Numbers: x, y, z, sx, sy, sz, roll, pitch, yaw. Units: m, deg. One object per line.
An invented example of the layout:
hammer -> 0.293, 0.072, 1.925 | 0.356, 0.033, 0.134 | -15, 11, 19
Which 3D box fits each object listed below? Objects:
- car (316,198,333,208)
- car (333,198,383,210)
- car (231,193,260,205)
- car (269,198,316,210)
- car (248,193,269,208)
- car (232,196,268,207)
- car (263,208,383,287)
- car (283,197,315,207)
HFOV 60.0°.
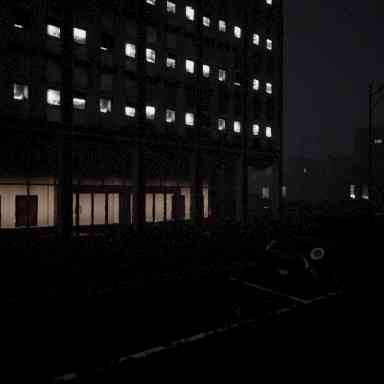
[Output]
car -> 18.544, 1.447, 44.091 | 1.752, 1.417, 4.829 | 1, 0, -35
car -> 17.766, 1.445, 35.025 | 1.812, 1.442, 4.674 | 0, 0, -35
car -> 9.197, 1.168, 57.616 | 2.192, 1.841, 5.009 | 1, 0, -35
car -> 11.746, 1.427, 39.188 | 2.008, 1.369, 4.403 | 1, 0, -35
car -> 8.600, 1.168, 43.743 | 2.192, 1.841, 5.009 | 1, 0, -35
car -> 8.354, 1.397, 48.647 | 2.033, 1.411, 5.357 | 0, 0, -35
car -> 3.863, 1.441, 9.316 | 4.097, 1.590, 1.967 | 0, 0, -36
car -> 15.492, 1.481, 48.507 | 1.802, 1.307, 4.206 | 1, 0, -35
